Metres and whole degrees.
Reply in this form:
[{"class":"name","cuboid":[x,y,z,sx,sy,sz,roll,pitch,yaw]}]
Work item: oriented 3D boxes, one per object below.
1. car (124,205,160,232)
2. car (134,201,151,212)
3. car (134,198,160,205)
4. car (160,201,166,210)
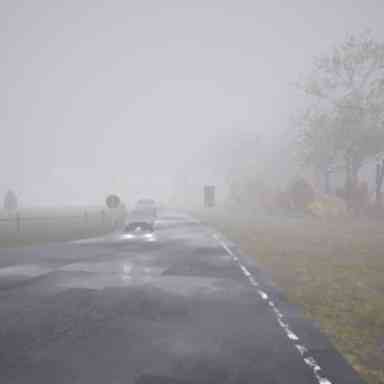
[{"class":"car","cuboid":[-3.381,1.822,22.387,2.033,1.411,5.357,0,-1,-5]},{"class":"car","cuboid":[-7.459,2.091,49.261,2.128,1.511,4.902,0,-1,-13]},{"class":"car","cuboid":[-4.804,1.641,35.026,2.150,2.045,5.566,0,0,-9]},{"class":"car","cuboid":[-5.452,2.191,53.504,1.994,1.385,4.181,0,-1,-14]}]
